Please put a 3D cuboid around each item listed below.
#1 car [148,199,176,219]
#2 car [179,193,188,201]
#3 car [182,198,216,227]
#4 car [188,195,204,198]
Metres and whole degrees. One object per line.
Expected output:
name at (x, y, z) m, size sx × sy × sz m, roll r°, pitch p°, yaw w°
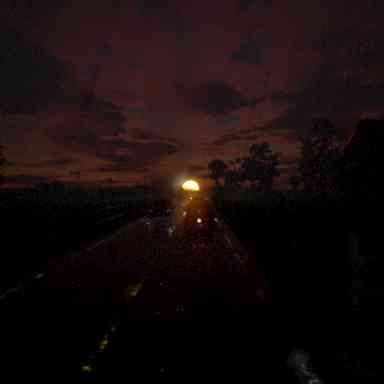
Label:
car at (-2.394, 1.309, 27.208) m, size 1.882 × 1.535 × 5.008 m, roll 0°, pitch 0°, yaw 1°
car at (-1.597, 0.975, 67.732) m, size 2.097 × 1.767 × 4.553 m, roll 0°, pitch 0°, yaw 1°
car at (0.458, 1.369, 21.475) m, size 1.837 × 1.490 × 4.892 m, roll 0°, pitch 0°, yaw 1°
car at (0.748, 1.266, 38.609) m, size 1.837 × 1.490 × 4.892 m, roll 0°, pitch 0°, yaw 1°
